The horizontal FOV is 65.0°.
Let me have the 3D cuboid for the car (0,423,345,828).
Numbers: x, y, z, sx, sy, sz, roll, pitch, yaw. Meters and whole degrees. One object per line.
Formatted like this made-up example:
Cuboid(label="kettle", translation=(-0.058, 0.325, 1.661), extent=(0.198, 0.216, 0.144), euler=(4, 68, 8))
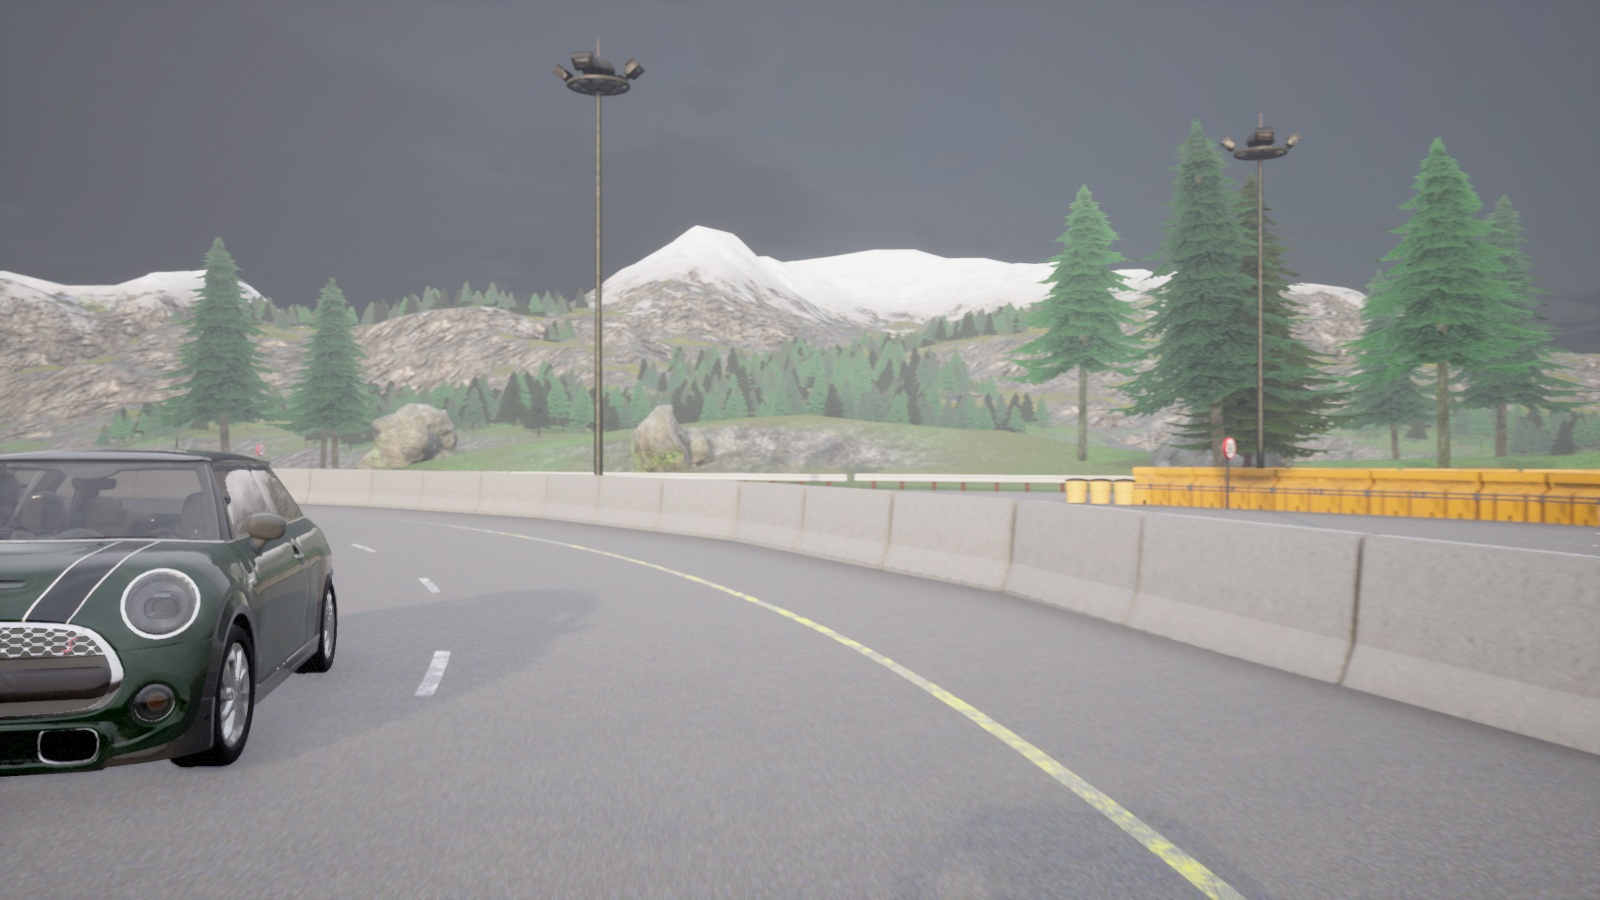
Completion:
Cuboid(label="car", translation=(-4.218, 0.800, 7.658), extent=(2.097, 1.767, 4.553), euler=(0, -1, -12))
